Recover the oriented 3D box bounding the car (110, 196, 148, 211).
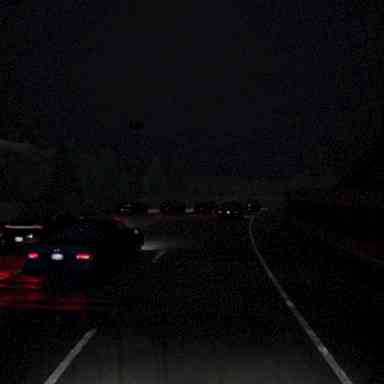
[{"bbox_3d":[-5.973,1.473,33.607,2.128,1.511,4.902,0,0,14],"label":"car"}]

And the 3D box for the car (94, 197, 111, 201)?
[{"bbox_3d":[-14.161,1.508,54.713,2.033,1.411,5.357,0,0,21],"label":"car"}]

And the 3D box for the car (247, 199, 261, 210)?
[{"bbox_3d":[7.607,1.573,42.303,1.994,1.385,4.181,0,0,19],"label":"car"}]

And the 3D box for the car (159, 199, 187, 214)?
[{"bbox_3d":[-1.924,1.482,35.279,2.128,1.511,4.902,0,0,15],"label":"car"}]

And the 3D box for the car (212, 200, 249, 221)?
[{"bbox_3d":[3.206,1.550,26.948,2.033,1.411,5.357,0,0,12],"label":"car"}]

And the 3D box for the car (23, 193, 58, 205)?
[{"bbox_3d":[-23.015,1.164,50.711,2.150,2.045,5.566,0,0,19],"label":"car"}]

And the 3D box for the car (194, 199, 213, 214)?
[{"bbox_3d":[1.601,1.475,34.912,1.882,1.535,5.008,0,0,15],"label":"car"}]

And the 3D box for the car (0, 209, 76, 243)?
[{"bbox_3d":[-5.939,1.476,14.358,2.128,1.511,4.902,0,0,6],"label":"car"}]

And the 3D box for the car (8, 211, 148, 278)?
[{"bbox_3d":[-2.884,1.540,10.154,2.033,1.411,5.357,0,0,5],"label":"car"}]

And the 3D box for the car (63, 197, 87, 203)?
[{"bbox_3d":[-18.571,1.515,52.735,1.994,1.385,4.181,0,0,20],"label":"car"}]
